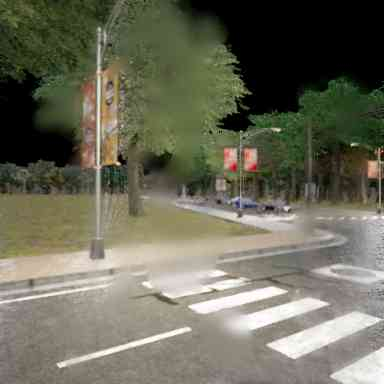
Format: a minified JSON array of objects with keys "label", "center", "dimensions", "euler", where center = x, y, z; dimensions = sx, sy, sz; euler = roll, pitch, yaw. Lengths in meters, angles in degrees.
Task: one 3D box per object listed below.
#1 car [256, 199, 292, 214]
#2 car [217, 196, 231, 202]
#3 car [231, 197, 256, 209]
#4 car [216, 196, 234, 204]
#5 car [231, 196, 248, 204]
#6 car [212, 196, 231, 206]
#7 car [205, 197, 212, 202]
[{"label":"car","center":[9.561,1.611,37.804],"dimensions":[2.128,1.511,4.902],"euler":[0,0,-12]},{"label":"car","center":[7.533,1.656,78.429],"dimensions":[1.812,1.442,4.674],"euler":[0,0,-12]},{"label":"car","center":[7.603,1.582,47.004],"dimensions":[1.882,1.535,5.008],"euler":[0,0,-12]},{"label":"car","center":[6.589,1.603,67.410],"dimensions":[2.128,1.511,4.902],"euler":[0,0,-12]},{"label":"car","center":[9.702,1.659,68.390],"dimensions":[1.812,1.442,4.674],"euler":[0,0,-12]},{"label":"car","center":[5.529,1.584,56.924],"dimensions":[2.128,1.511,4.902],"euler":[0,0,-12]},{"label":"car","center":[4.389,1.703,77.591],"dimensions":[1.895,1.301,4.718],"euler":[0,0,-12]}]
